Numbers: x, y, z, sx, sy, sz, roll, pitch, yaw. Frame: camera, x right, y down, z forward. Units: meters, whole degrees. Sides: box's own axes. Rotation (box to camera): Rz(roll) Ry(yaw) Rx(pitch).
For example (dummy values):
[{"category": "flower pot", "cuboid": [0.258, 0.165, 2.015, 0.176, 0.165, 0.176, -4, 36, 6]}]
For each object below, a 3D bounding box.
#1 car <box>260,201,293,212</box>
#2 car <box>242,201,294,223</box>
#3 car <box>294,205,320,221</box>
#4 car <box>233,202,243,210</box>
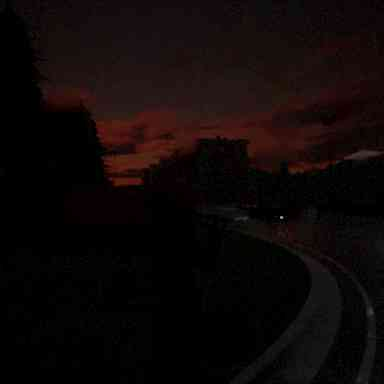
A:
[{"category": "car", "cuboid": [11.940, 2.000, 47.297, 2.033, 1.411, 5.357, 0, -1, -17]}, {"category": "car", "cuboid": [6.475, 1.781, 28.920, 1.837, 1.490, 4.892, 0, 0, -17]}, {"category": "car", "cuboid": [9.711, 1.860, 30.316, 1.994, 1.385, 4.181, 0, 0, -17]}, {"category": "car", "cuboid": [7.758, 2.059, 49.069, 1.895, 1.301, 4.718, 0, -1, -17]}]
